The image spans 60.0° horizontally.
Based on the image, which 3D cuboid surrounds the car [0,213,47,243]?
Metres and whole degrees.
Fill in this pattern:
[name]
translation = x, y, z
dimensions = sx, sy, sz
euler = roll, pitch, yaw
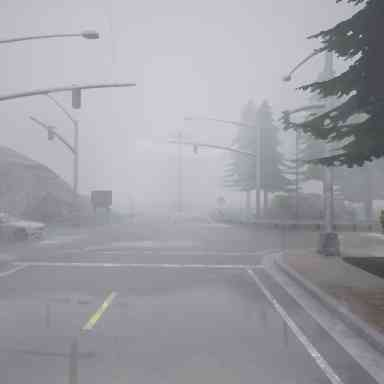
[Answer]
[car]
translation = -10.188, 1.835, 17.626
dimensions = 4.674, 1.442, 1.812
euler = 0, -1, -1
